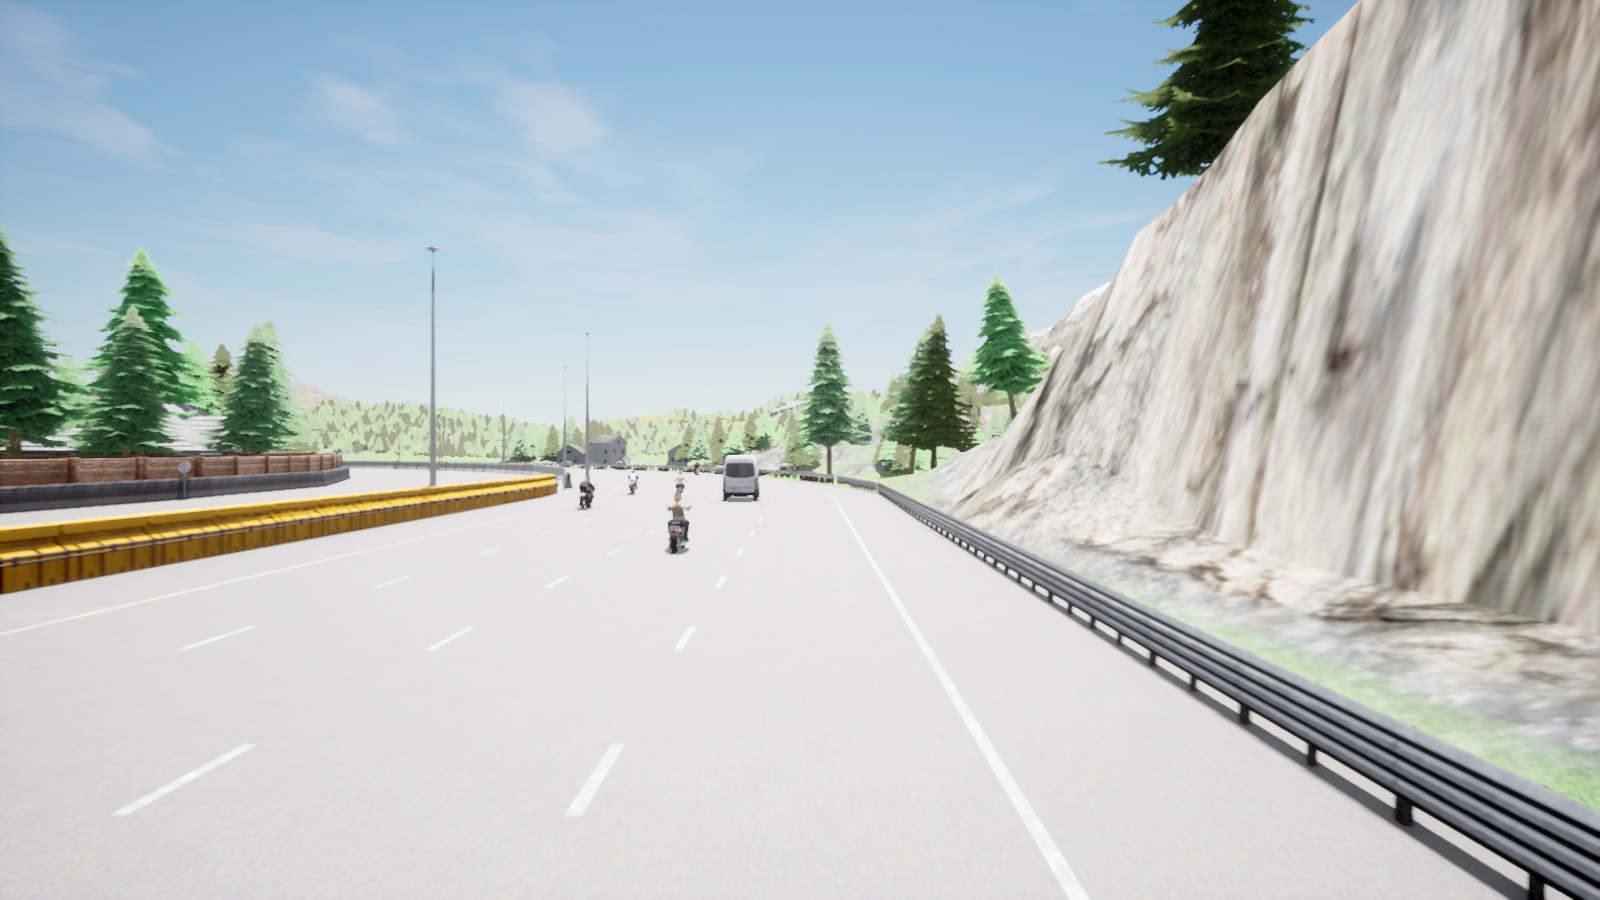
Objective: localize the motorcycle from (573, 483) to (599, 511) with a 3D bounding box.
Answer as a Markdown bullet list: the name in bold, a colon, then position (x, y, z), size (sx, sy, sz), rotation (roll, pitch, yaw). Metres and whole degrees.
- **motorcycle**: position (-10.295, 2.237, 55.051), size (0.867, 1.251, 2.209), rotation (0, 0, 0)

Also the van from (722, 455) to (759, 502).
- **van**: position (-3.383, 1.573, 65.931), size (1.988, 2.561, 5.915), rotation (0, 0, -1)

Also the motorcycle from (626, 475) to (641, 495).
- **motorcycle**: position (-10.690, 2.220, 73.264), size (0.803, 1.217, 2.033), rotation (0, 0, -3)

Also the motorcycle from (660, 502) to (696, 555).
- **motorcycle**: position (-3.405, 2.165, 32.035), size (0.764, 1.325, 2.356), rotation (0, 0, 0)

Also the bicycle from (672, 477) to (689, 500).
- **bicycle**: position (-6.822, 2.187, 65.189), size (0.859, 1.295, 1.487), rotation (0, 0, -2)
